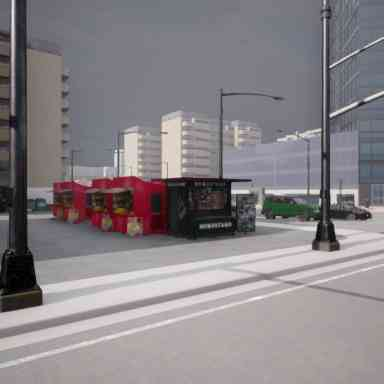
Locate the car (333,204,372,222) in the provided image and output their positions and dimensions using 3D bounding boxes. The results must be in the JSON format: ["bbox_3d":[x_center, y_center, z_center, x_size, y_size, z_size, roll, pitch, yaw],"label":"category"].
[{"bbox_3d":[12.582,1.662,27.697,1.994,1.385,4.181,0,0,-36],"label":"car"}]

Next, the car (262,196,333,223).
[{"bbox_3d":[8.335,1.341,27.596,2.150,2.045,5.566,0,-1,-36],"label":"car"}]

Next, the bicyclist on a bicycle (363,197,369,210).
[{"bbox_3d":[22.232,1.466,42.453,1.656,1.620,0.582,0,0,-36],"label":"bicyclist on a bicycle"}]

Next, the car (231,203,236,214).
[{"bbox_3d":[4.188,1.876,39.265,1.895,1.301,4.718,0,-1,-36],"label":"car"}]
